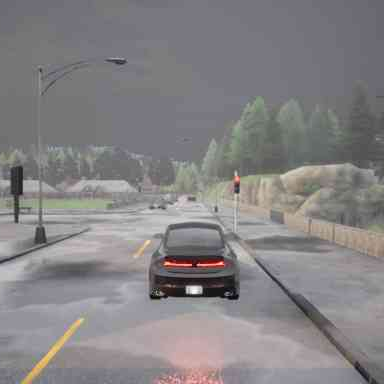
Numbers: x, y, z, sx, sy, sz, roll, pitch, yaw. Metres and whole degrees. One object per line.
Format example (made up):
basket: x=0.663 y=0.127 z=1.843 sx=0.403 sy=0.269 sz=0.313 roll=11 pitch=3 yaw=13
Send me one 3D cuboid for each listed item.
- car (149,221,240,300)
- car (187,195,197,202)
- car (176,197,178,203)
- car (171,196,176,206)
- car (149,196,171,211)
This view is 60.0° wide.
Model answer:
car: x=0.057 y=1.505 z=8.381 sx=1.837 sy=1.490 sz=4.892 roll=0 pitch=0 yaw=0
car: x=-0.032 y=1.324 z=70.999 sx=1.882 sy=1.535 sz=5.008 roll=0 pitch=0 yaw=0
car: x=-4.032 y=1.552 z=71.186 sx=1.994 sy=1.385 sz=4.181 roll=0 pitch=0 yaw=0
car: x=-4.113 y=1.525 z=55.517 sx=1.812 sy=1.442 sz=4.674 roll=0 pitch=0 yaw=0
car: x=-4.121 y=1.491 z=40.936 sx=2.128 sy=1.511 sz=4.902 roll=0 pitch=0 yaw=0
